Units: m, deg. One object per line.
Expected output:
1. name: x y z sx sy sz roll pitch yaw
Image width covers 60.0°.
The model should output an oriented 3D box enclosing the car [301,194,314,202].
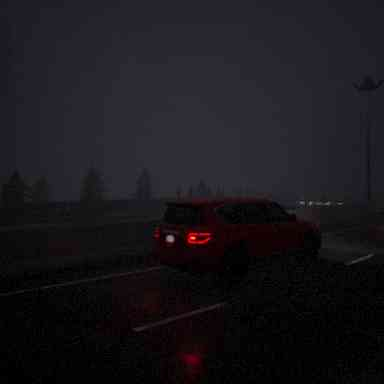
1. car: 22.585 1.176 64.812 1.837 1.490 4.892 0 0 27

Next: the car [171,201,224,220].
1. car: 0.572 1.534 28.408 1.895 1.301 4.718 0 0 42

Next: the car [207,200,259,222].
1. car: 3.335 1.442 26.303 1.812 1.442 4.674 0 0 42

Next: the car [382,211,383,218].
1. car: 14.718 1.434 23.148 1.895 1.301 4.718 0 0 39

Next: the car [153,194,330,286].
1. car: 1.526 1.189 9.675 5.566 2.045 2.150 -1 0 -40

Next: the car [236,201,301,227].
1. car: 5.515 1.453 23.414 2.033 1.411 5.357 0 0 43

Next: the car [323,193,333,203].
1. car: 24.322 1.025 60.507 2.097 1.767 4.553 0 0 27

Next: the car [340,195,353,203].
1. car: 27.069 1.203 58.158 2.033 1.411 5.357 0 0 27
